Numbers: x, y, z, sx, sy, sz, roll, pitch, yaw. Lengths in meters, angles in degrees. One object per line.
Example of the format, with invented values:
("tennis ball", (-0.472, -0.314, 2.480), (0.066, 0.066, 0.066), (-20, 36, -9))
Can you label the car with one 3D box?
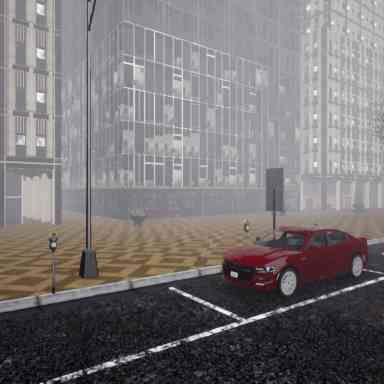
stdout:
("car", (2.743, 1.545, 8.529), (4.507, 1.381, 1.887), (0, 0, -36))
